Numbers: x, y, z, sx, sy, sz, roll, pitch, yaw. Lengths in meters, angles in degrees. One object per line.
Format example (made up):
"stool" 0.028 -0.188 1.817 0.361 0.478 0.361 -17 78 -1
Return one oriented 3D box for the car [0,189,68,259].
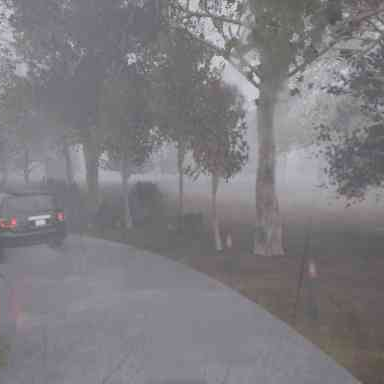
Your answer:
"car" -6.543 0.934 11.797 5.566 2.045 2.150 2 5 42
